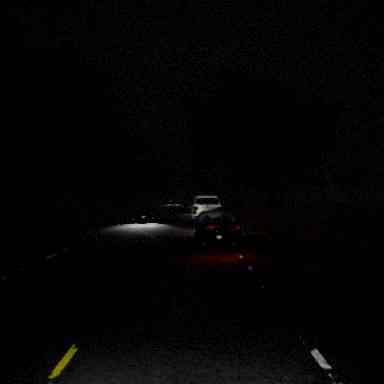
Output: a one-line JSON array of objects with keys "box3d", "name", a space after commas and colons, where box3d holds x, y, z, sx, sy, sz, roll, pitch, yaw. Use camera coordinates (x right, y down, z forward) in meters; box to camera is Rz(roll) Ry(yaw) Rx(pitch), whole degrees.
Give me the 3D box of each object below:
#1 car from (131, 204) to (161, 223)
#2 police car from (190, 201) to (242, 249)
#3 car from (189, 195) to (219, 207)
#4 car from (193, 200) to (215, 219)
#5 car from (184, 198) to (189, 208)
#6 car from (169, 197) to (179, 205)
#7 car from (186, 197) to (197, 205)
[{"box3d": [-3.667, 1.687, 26.993, 1.994, 1.385, 4.181, -3, 0, 0], "name": "car"}, {"box3d": [1.006, 1.469, 15.029, 1.930, 1.638, 5.238, -1, 0, 0], "name": "police car"}, {"box3d": [1.018, 1.251, 24.958, 2.150, 2.045, 5.566, 0, 0, 0], "name": "car"}, {"box3d": [1.006, 1.560, 30.939, 1.837, 1.490, 4.892, -1, -1, 0], "name": "car"}, {"box3d": [-0.120, 1.646, 49.413, 1.994, 1.385, 4.181, 0, 0, 0], "name": "car"}, {"box3d": [-3.604, 1.757, 67.554, 1.837, 1.490, 4.892, -1, 0, 0], "name": "car"}, {"box3d": [-0.152, 1.747, 64.632, 1.994, 1.385, 4.181, -1, 0, 0], "name": "car"}]
